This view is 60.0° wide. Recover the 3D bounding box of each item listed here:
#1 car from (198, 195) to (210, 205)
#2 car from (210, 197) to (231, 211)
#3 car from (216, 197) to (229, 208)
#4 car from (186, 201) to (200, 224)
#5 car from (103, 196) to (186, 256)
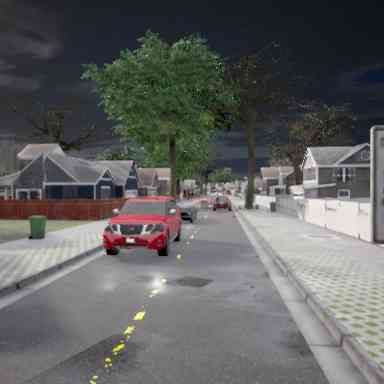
[{"bbox_3d":[2.196,1.319,56.479,2.097,1.767,4.553,0,0,5],"label":"car"},{"bbox_3d":[3.645,1.330,40.088,2.097,1.767,4.553,0,0,5],"label":"car"},{"bbox_3d":[4.518,1.474,49.638,1.837,1.490,4.892,0,0,5],"label":"car"},{"bbox_3d":[-0.675,1.596,25.155,1.895,1.301,4.718,0,0,5],"label":"car"},{"bbox_3d":[-1.747,1.222,13.545,2.150,2.045,5.566,0,0,5],"label":"car"}]
